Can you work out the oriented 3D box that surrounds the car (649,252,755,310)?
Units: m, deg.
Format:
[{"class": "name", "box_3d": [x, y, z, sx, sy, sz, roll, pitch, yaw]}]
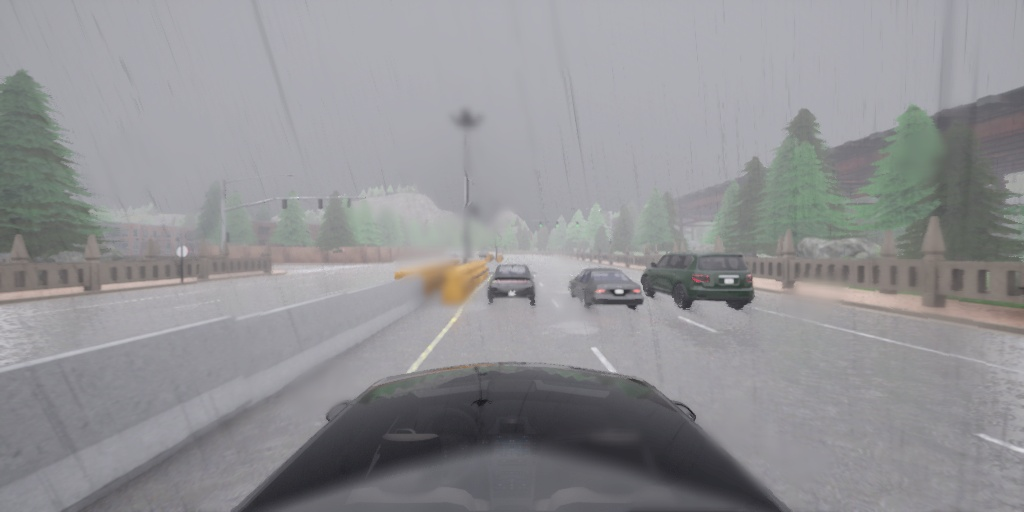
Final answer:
[{"class": "car", "box_3d": [7.018, 0.843, 14.239, 2.150, 2.045, 5.566, 0, 1, 1]}]

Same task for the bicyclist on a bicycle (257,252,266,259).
[{"class": "bicyclist on a bicycle", "box_3d": [-35.283, 0.300, 51.490, 1.656, 1.620, 0.582, -3, -2, -30]}]

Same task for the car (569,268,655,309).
[{"class": "car", "box_3d": [3.518, 1.167, 14.223, 2.033, 1.411, 5.357, 0, 1, 1]}]

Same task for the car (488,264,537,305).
[{"class": "car", "box_3d": [0.032, 1.095, 15.228, 2.128, 1.511, 4.902, 0, 1, 1]}]
